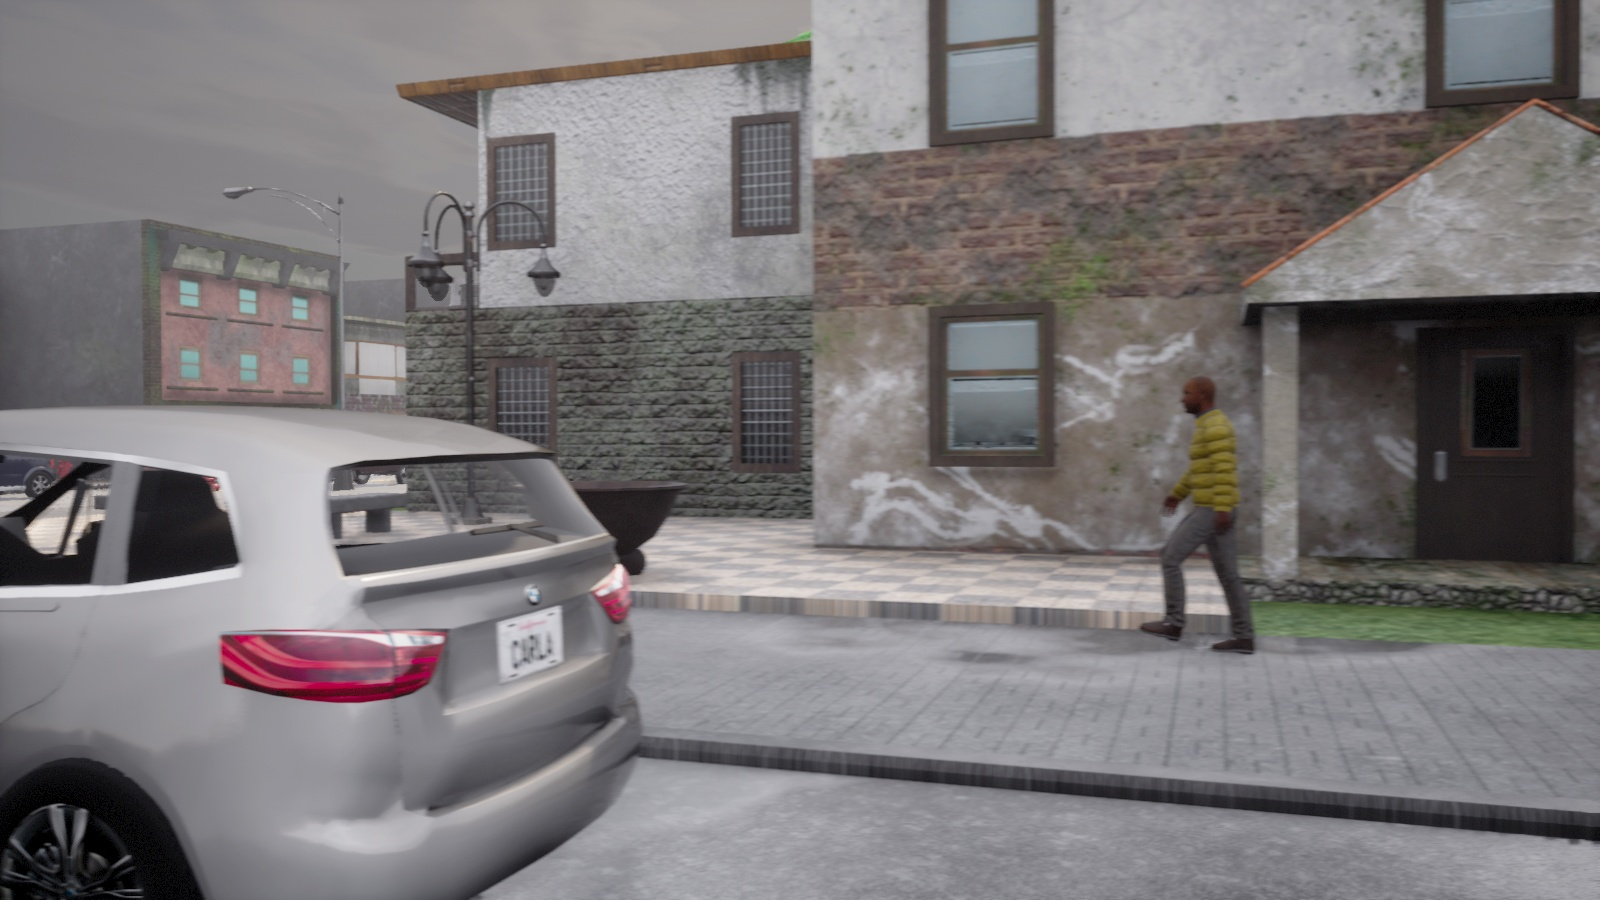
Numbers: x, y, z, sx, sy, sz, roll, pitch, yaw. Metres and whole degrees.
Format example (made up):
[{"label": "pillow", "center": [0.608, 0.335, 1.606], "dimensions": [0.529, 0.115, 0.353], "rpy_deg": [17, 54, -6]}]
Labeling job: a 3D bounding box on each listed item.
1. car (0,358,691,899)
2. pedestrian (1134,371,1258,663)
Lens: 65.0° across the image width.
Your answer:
[{"label": "car", "center": [-2.982, 0.584, 4.725], "dimensions": [4.611, 1.667, 2.242], "rpy_deg": [1, 1, 18]}, {"label": "pedestrian", "center": [2.579, 0.415, 8.176], "dimensions": [0.726, 1.835, 0.370], "rpy_deg": [1, 1, 23]}]
